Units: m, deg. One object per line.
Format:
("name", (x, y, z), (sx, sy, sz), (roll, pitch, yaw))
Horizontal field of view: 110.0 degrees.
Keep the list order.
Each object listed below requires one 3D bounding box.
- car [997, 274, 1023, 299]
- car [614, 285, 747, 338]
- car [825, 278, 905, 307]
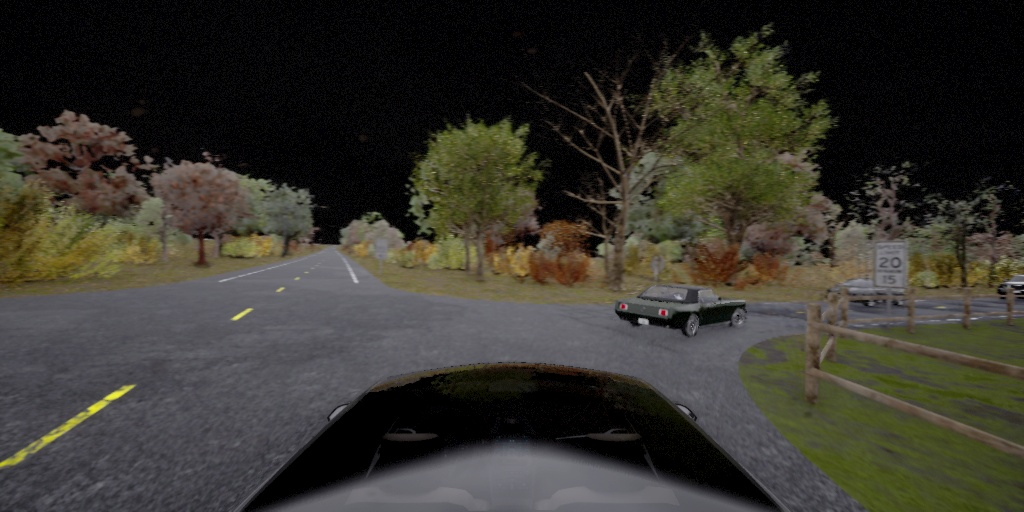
("car", (41.228, 2.495, 28.407), (5.566, 2.045, 2.150), (2, 0, -21))
("car", (5.349, 1.553, 11.027), (4.718, 1.301, 1.895), (2, -1, -37))
("car", (19.896, 2.014, 20.175), (4.892, 1.490, 1.837), (2, 0, -21))
